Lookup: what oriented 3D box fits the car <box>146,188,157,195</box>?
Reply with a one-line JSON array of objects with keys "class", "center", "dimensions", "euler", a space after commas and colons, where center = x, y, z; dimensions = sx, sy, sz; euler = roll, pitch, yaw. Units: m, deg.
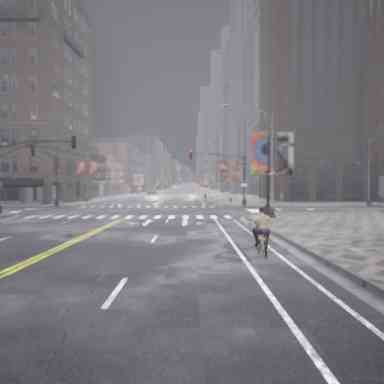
[{"class": "car", "center": [-9.786, -0.170, 80.774], "dimensions": [2.097, 1.767, 4.553], "euler": [0, 1, 0]}]

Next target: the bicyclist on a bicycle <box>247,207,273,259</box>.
[{"class": "bicyclist on a bicycle", "center": [2.244, 1.274, 10.769], "dimensions": [0.866, 1.612, 1.509], "euler": [0, 1, 0]}]

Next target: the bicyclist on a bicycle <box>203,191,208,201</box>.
[{"class": "bicyclist on a bicycle", "center": [2.225, 0.661, 54.885], "dimensions": [0.866, 1.612, 1.509], "euler": [0, 1, 0]}]
